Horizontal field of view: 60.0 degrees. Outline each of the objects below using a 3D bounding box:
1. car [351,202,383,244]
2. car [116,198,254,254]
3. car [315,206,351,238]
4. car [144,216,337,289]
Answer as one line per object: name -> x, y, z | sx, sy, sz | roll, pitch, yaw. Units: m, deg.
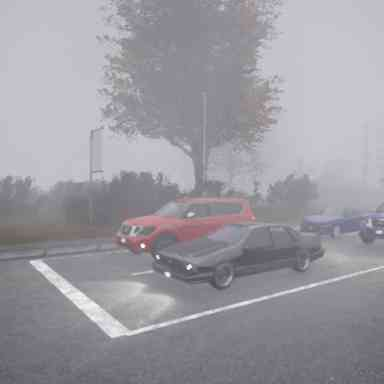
car -> 9.904, 1.298, 15.304 | 5.566, 2.045, 2.150 | 0, 0, -37
car -> -0.008, 1.258, 12.581 | 5.566, 2.045, 2.150 | 0, 0, -35
car -> 8.056, 1.555, 18.296 | 5.008, 1.535, 1.882 | 0, 0, -35
car -> 1.593, 1.581, 9.426 | 5.357, 1.411, 2.033 | 0, 0, -36
